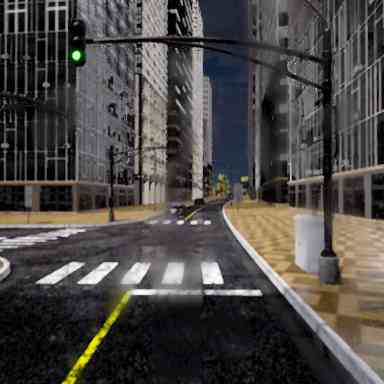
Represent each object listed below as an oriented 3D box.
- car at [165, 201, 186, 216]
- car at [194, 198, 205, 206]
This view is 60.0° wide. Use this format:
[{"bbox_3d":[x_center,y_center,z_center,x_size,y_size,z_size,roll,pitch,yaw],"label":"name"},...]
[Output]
[{"bbox_3d":[-1.658,1.702,34.774,2.128,1.511,4.902,0,0,4],"label":"car"},{"bbox_3d":[1.469,1.834,65.102,1.882,1.535,5.008,0,0,8],"label":"car"}]
